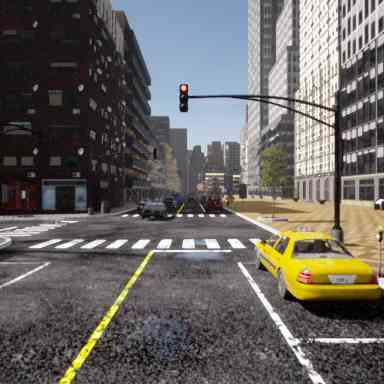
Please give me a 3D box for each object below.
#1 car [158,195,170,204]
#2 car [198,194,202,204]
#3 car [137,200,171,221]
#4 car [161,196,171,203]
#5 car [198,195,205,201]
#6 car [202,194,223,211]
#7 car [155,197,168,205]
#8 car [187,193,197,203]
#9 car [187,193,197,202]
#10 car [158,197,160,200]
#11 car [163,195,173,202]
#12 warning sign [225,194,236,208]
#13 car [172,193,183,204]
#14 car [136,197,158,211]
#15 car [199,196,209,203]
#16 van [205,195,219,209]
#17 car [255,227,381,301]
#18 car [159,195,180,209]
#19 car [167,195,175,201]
[{"bbox_3d":[-5.723,1.496,68.122,1.967,1.590,4.097,0,0,0],"label":"car"},{"bbox_3d":[2.659,1.361,62.598,2.192,1.841,5.009,0,0,0],"label":"car"},{"bbox_3d":[-3.115,1.626,28.097,1.895,1.301,4.718,0,0,0],"label":"car"},{"bbox_3d":[-5.724,1.648,73.649,1.802,1.307,4.206,0,0,0],"label":"car"},{"bbox_3d":[2.649,1.625,90.402,1.752,1.417,4.829,0,0,0],"label":"car"},{"bbox_3d":[2.669,1.332,40.493,2.192,1.841,5.009,0,0,0],"label":"car"},{"bbox_3d":[-5.720,1.591,62.595,1.887,1.381,4.507,0,0,0],"label":"car"},{"bbox_3d":[-0.029,1.563,69.268,1.837,1.490,4.892,0,0,0],"label":"car"},{"bbox_3d":[-0.032,1.216,79.716,2.150,2.045,5.566,0,0,0],"label":"car"},{"bbox_3d":[-5.717,1.588,57.069,2.008,1.369,4.403,0,0,0],"label":"car"},{"bbox_3d":[-5.727,1.516,79.176,1.967,1.590,4.097,0,0,0],"label":"car"},{"bbox_3d":[5.054,1.135,43.750,1.300,1.860,1.060,0,0,0],"label":"warning sign"},{"bbox_3d":[-3.052,1.277,65.552,2.150,2.045,5.566,0,-1,0],"label":"car"},{"bbox_3d":[-5.710,1.567,40.489,2.008,1.369,4.403,0,0,0],"label":"car"},{"bbox_3d":[2.656,1.611,73.652,1.887,1.381,4.507,0,0,0],"label":"car"},{"bbox_3d":[2.666,1.363,46.019,1.690,1.788,3.998,0,0,0],"label":"van"},{"bbox_3d":[2.683,1.526,8.250,1.752,1.417,4.829,0,0,0],"label":"car"},{"bbox_3d":[-3.117,1.530,46.574,1.837,1.490,4.892,0,-1,0],"label":"car"},{"bbox_3d":[-5.731,1.624,90.059,1.752,1.417,4.829,0,0,0],"label":"car"}]
